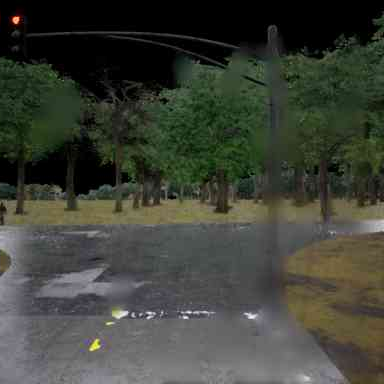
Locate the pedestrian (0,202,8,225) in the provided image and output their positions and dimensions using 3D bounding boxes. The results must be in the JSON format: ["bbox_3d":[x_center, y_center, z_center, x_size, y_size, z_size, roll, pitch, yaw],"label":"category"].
[{"bbox_3d":[-15.234,1.718,26.786,0.375,1.860,0.375,0,-1,0],"label":"pedestrian"}]
